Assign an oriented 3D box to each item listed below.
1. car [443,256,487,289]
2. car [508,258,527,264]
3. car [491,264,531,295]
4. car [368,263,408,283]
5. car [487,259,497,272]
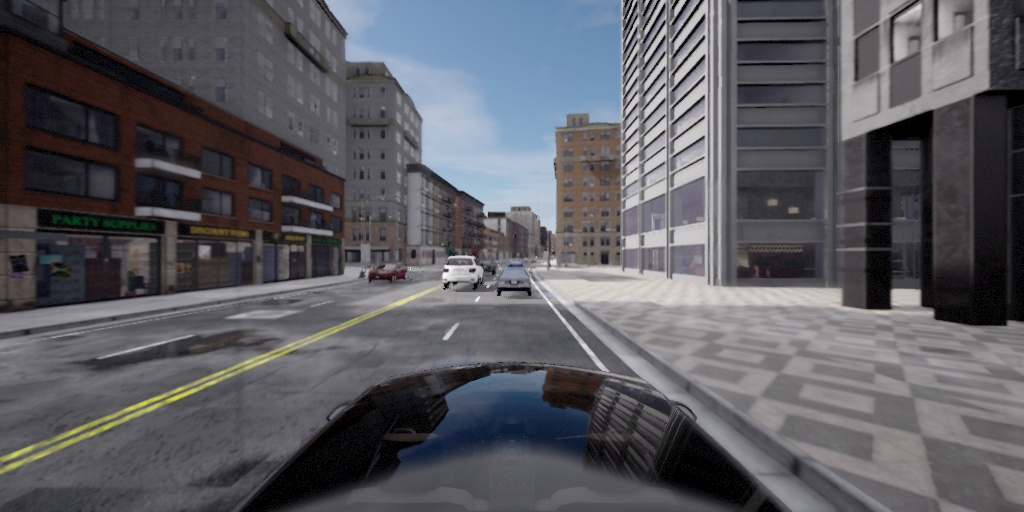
[{"bbox_3d":[-3.138,1.030,23.868,2.150,2.045,5.566,0,0,0],"label":"car"},{"bbox_3d":[0.542,1.282,44.136,1.882,1.535,5.008,0,0,2],"label":"car"},{"bbox_3d":[0.104,1.350,20.108,2.033,1.411,5.357,0,0,0],"label":"car"},{"bbox_3d":[-9.787,1.291,28.621,1.882,1.535,5.008,0,0,1],"label":"car"},{"bbox_3d":[-2.817,1.160,41.189,2.097,1.767,4.553,0,0,2],"label":"car"}]
